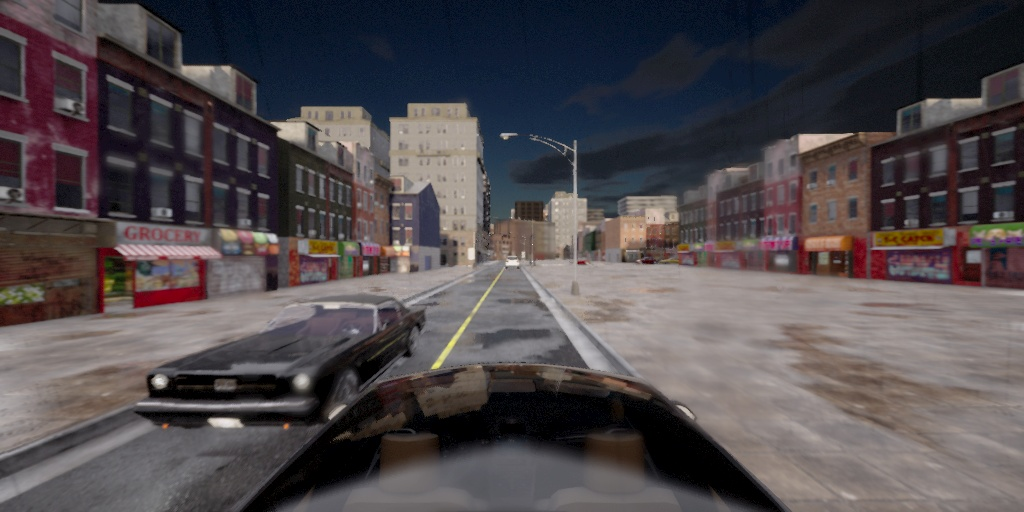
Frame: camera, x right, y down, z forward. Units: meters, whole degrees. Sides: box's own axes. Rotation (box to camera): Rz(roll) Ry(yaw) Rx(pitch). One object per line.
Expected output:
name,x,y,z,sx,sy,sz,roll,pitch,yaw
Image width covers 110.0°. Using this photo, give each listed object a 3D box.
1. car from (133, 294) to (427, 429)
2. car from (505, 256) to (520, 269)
car,-2.837,1.351,5.767,1.895,1.301,4.718,0,0,0
car,0.066,0.990,57.371,2.150,2.045,5.566,0,0,0
